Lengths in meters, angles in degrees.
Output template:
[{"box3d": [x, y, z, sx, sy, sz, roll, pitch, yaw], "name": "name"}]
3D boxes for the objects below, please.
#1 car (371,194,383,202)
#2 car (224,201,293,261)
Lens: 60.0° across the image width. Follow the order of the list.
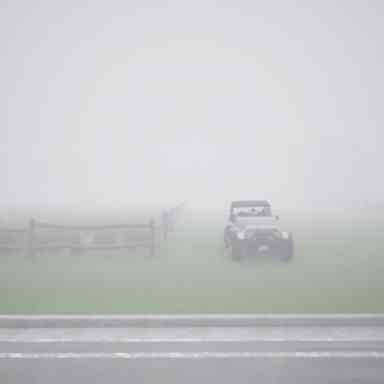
[{"box3d": [33.123, 1.268, 56.730, 4.605, 1.855, 1.932, 0, 0, 1], "name": "car"}, {"box3d": [2.169, 1.260, 11.799, 1.905, 1.878, 3.866, 0, 0, 1], "name": "car"}]
